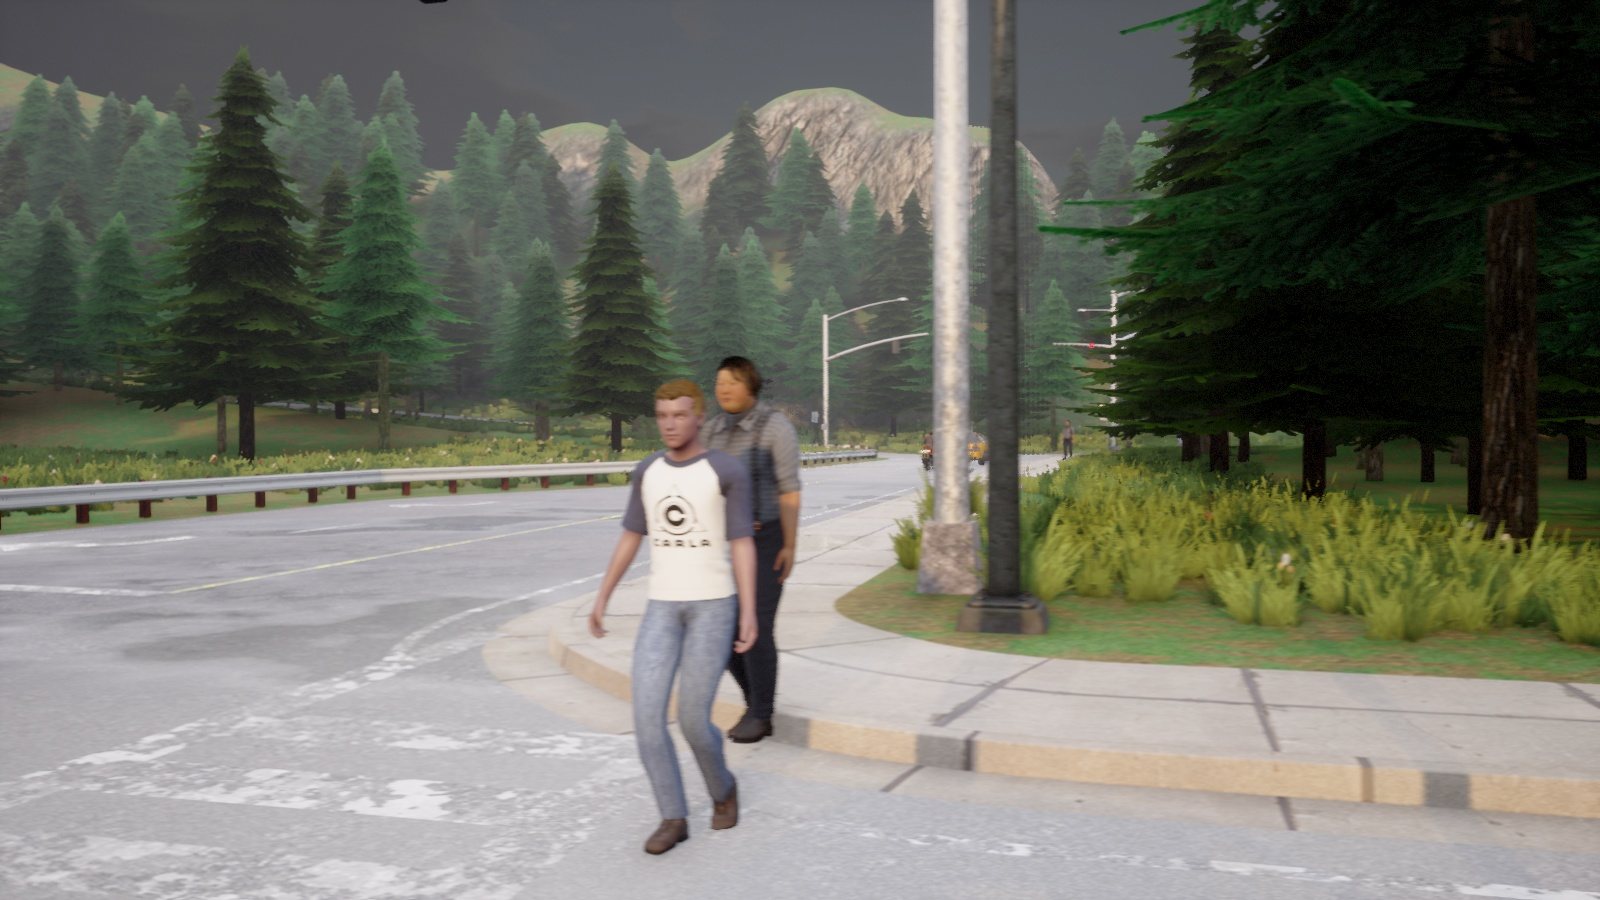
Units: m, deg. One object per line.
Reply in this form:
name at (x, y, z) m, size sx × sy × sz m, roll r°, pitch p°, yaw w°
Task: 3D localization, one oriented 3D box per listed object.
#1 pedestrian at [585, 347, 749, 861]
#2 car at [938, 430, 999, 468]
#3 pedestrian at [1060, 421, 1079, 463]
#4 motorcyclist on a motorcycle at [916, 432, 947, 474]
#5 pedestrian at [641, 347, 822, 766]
pedestrian at (-0.498, 0.544, 4.867) m, size 0.354 × 1.836 × 0.706 m, roll 1°, pitch 1°, yaw 20°
car at (7.457, -0.083, 55.244) m, size 1.801 × 1.575 × 5.366 m, roll 1°, pitch 1°, yaw 17°
pedestrian at (12.007, -0.352, 55.907) m, size 0.540 × 1.848 × 0.694 m, roll 1°, pitch 1°, yaw 44°
motorcyclist on a motorcycle at (4.908, 0.081, 46.736) m, size 0.797 × 1.523 × 2.044 m, roll 0°, pitch 1°, yaw 16°
pedestrian at (-0.317, 0.465, 5.977) m, size 0.540 × 1.848 × 0.694 m, roll 1°, pitch 1°, yaw 35°
